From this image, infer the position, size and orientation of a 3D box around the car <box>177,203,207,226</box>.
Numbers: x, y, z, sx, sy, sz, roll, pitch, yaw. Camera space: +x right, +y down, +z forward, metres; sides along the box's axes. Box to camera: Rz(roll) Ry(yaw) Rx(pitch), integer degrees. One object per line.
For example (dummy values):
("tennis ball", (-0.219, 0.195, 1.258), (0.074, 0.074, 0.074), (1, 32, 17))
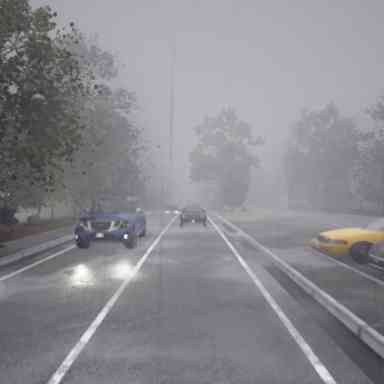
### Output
("car", (0.087, 1.733, 24.801), (1.895, 1.301, 4.718), (0, -1, 0))

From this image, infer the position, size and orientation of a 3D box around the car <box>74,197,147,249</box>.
("car", (-3.358, 1.240, 14.866), (2.150, 2.045, 5.566), (0, 0, 0))

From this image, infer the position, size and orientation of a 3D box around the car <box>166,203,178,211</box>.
("car", (-3.338, 2.569, 56.878), (1.895, 1.301, 4.718), (0, -2, 0))

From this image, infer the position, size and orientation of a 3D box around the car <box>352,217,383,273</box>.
("car", (7.085, 1.450, 8.404), (4.892, 1.521, 2.231), (0, 0, 0))

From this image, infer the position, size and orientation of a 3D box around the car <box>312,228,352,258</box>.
("car", (6.894, 1.451, 11.172), (5.366, 1.575, 1.946), (0, 0, 0))
